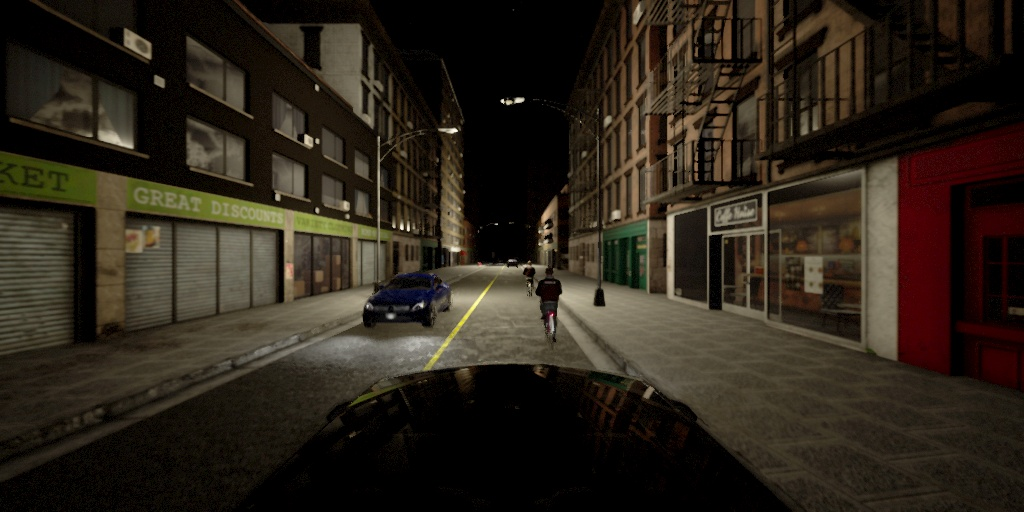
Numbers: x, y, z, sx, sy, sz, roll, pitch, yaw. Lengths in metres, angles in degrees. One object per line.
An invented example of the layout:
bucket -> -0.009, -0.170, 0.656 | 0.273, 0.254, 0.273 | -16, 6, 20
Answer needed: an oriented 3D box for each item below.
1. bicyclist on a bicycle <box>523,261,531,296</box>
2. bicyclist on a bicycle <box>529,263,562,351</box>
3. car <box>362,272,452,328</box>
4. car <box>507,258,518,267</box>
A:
bicyclist on a bicycle -> 0.824, 1.120, 17.124 | 0.659, 1.776, 1.843 | 0, 0, 0
bicyclist on a bicycle -> 0.825, 1.120, 8.123 | 0.659, 1.776, 1.843 | 0, 0, 0
car -> -3.101, 1.275, 11.494 | 1.812, 1.442, 4.674 | 0, 0, 0
car -> 0.091, 1.272, 63.423 | 2.033, 1.411, 5.357 | 0, 0, 0
